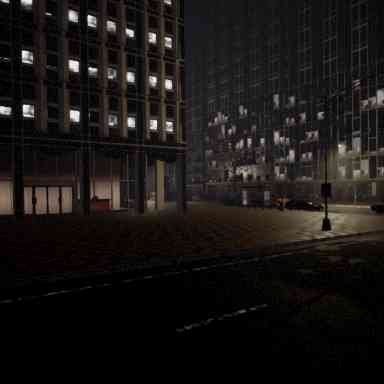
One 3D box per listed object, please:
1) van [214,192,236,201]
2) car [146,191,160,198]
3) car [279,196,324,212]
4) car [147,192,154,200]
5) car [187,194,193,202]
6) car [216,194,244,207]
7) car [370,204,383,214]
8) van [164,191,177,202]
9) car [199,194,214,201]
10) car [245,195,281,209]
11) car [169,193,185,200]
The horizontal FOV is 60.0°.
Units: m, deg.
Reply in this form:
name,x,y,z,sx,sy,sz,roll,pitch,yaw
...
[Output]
name,x,y,z,sx,sy,sz,roll,pitch,yaw
van,6.292,0.855,59.791,1.690,1.788,3.998,0,1,-34
car,-9.795,0.686,83.218,1.967,1.590,4.097,0,1,-34
car,12.147,1.423,36.237,1.947,1.339,4.313,0,1,-34
car,-10.268,1.040,69.107,2.008,1.369,4.403,0,1,-34
car,-1.689,0.904,61.298,2.097,1.767,4.553,-1,1,-34
car,5.774,1.319,45.652,1.947,1.339,4.313,0,1,-34
car,19.366,1.490,30.816,1.895,1.301,4.718,-1,1,-37
van,-3.833,0.937,59.734,1.690,1.788,3.998,0,1,-34
car,3.076,1.043,64.479,1.802,1.307,4.206,0,1,-34
car,8.943,1.388,40.935,1.802,1.307,4.206,0,1,-34
car,-3.359,0.936,73.850,1.802,1.307,4.206,0,1,-34
